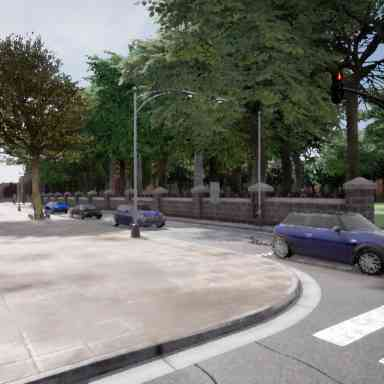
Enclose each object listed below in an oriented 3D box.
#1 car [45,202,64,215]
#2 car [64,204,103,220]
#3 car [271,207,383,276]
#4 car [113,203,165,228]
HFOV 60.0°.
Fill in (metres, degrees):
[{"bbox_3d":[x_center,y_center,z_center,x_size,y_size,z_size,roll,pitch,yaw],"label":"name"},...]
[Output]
[{"bbox_3d":[-16.661,1.920,40.880,1.882,1.535,5.008,0,-1,-35],"label":"car"},{"bbox_3d":[-10.291,1.858,31.883,2.033,1.411,5.357,0,-1,-35],"label":"car"},{"bbox_3d":[4.822,1.405,10.723,2.097,1.767,4.553,0,0,-36],"label":"car"},{"bbox_3d":[-3.671,1.541,22.619,2.097,1.767,4.553,0,0,-36],"label":"car"}]
